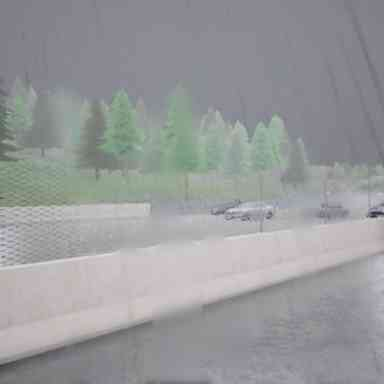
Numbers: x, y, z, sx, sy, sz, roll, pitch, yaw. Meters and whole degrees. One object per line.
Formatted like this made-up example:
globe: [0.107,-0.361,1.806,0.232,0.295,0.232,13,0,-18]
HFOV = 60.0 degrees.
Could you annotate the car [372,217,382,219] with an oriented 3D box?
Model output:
car: [15.453,1.421,26.029,5.357,1.411,2.033,0,0,-44]
